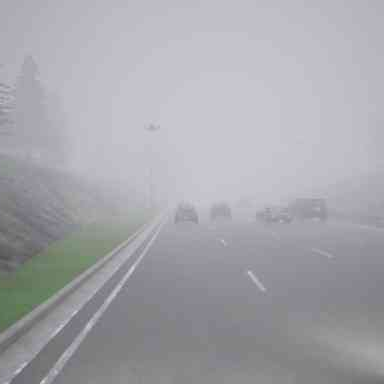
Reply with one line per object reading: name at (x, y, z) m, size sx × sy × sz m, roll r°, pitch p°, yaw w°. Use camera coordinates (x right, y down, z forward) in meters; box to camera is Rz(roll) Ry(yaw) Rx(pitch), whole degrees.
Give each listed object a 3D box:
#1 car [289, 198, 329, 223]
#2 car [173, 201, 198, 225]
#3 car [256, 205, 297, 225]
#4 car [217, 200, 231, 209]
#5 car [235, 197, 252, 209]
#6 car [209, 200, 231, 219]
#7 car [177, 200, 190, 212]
car at (9.940, 1.543, 29.214) m, size 2.150 × 2.045 × 5.566 m, roll 0°, pitch -1°, yaw -2°
car at (-0.508, 1.796, 27.342) m, size 2.128 × 1.511 × 4.902 m, roll 0°, pitch 0°, yaw -2°
car at (6.522, 1.897, 26.900) m, size 1.895 × 1.301 × 4.718 m, roll 0°, pitch -1°, yaw -2°
car at (5.433, 2.138, 57.691) m, size 1.837 × 1.490 × 4.892 m, roll 0°, pitch -1°, yaw -2°
car at (8.922, 1.853, 58.101) m, size 2.150 × 2.045 × 5.566 m, roll 0°, pitch -2°, yaw -2°
car at (2.774, 1.850, 33.755) m, size 1.882 × 1.535 × 5.008 m, roll 0°, pitch -1°, yaw -2°
car at (-1.248, 2.013, 48.477) m, size 1.882 × 1.535 × 5.008 m, roll 0°, pitch 0°, yaw -2°
